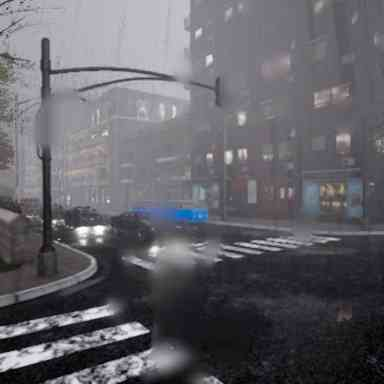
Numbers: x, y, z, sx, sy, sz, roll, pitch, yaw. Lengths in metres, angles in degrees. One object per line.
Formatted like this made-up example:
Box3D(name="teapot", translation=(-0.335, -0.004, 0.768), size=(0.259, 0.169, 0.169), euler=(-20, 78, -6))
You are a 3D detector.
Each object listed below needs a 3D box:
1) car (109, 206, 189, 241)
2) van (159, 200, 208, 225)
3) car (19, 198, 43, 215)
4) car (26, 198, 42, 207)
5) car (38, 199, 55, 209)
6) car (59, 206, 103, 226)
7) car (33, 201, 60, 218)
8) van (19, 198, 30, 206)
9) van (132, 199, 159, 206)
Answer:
Box3D(name="car", translation=(-2.673, 1.683, 17.874), size=(2.033, 1.411, 5.357), euler=(-1, 0, -36))
Box3D(name="van", translation=(-0.517, 1.479, 24.724), size=(1.690, 1.788, 3.998), euler=(-2, 0, -36))
Box3D(name="car", translation=(-20.604, 1.749, 42.623), size=(2.150, 2.045, 5.566), euler=(-1, 0, -35))
Box3D(name="car", translation=(-33.087, 2.173, 69.517), size=(2.192, 1.841, 5.009), euler=(-2, 0, -36))
Box3D(name="car", translation=(-26.570, 2.151, 60.561), size=(1.967, 1.590, 4.097), euler=(-2, 0, -36))
Box3D(name="car", translation=(-8.495, 1.826, 25.872), size=(1.994, 1.385, 4.181), euler=(-1, 0, -37))
Box3D(name="car", translation=(-14.129, 1.932, 33.639), size=(2.033, 1.411, 5.357), euler=(-1, 0, -36))
Box3D(name="van", translation=(-39.600, 2.348, 78.477), size=(1.690, 1.788, 3.998), euler=(-2, 0, -36))
Box3D(name="van", translation=(-3.774, 1.549, 29.204), size=(1.690, 1.788, 3.998), euler=(-2, 0, -36))
